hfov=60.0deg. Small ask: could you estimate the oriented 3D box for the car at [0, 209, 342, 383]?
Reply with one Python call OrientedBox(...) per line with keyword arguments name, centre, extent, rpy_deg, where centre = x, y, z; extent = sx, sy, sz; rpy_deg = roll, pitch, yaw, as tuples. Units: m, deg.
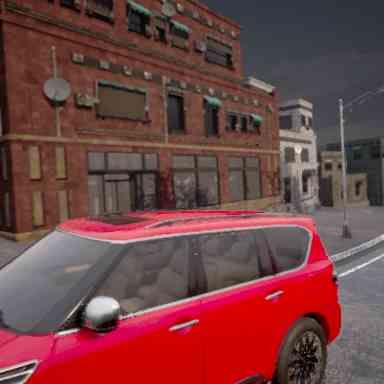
OrientedBox(name="car", centre=(-0.615, 1.246, 3.486), extent=(5.566, 2.045, 2.150), rpy_deg=(1, -1, -38))
